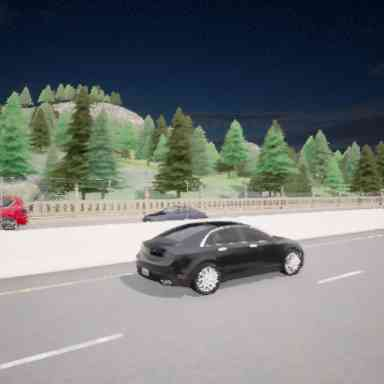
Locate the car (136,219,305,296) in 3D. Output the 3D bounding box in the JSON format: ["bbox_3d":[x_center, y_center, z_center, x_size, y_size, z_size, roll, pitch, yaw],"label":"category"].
[{"bbox_3d":[0.951,1.508,8.724,4.892,1.490,1.837,0,0,-35],"label":"car"}]

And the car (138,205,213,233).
[{"bbox_3d":[-0.987,1.570,20.484,4.181,1.385,1.994,0,0,-35],"label":"car"}]
